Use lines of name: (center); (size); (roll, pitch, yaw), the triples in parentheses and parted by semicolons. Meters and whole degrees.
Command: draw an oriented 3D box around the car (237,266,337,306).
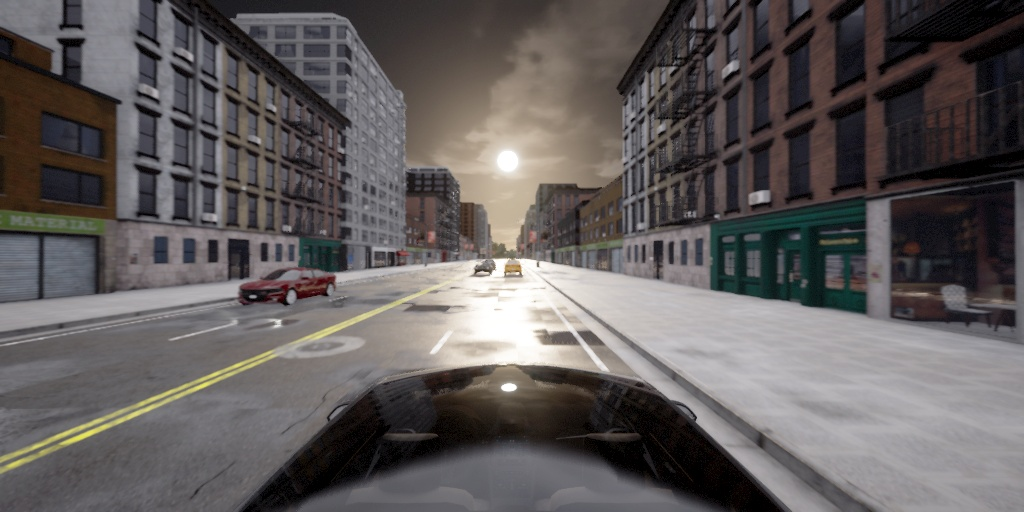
car: (-9.751, 1.258, 15.996); (1.882, 1.535, 5.008); (0, 0, 0)

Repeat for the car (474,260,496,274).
car: (-3.149, 1.341, 40.195); (1.895, 1.301, 4.718); (0, 0, 0)

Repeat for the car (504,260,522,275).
car: (0.099, 1.218, 39.064); (1.882, 1.535, 5.008); (0, 0, 0)
